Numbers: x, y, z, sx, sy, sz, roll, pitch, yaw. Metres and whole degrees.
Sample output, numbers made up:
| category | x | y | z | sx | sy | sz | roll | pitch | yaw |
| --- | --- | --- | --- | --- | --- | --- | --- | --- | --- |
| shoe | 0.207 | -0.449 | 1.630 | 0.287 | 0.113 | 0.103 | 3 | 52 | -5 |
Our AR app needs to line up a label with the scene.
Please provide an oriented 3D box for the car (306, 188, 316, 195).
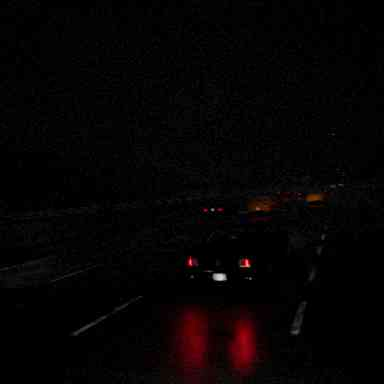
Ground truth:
| category | x | y | z | sx | sy | sz | roll | pitch | yaw |
| --- | --- | --- | --- | --- | --- | --- | --- | --- | --- |
| car | 27.215 | -0.122 | 75.983 | 1.882 | 1.535 | 5.008 | -4 | 0 | 24 |

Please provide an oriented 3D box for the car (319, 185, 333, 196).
| category | x | y | z | sx | sy | sz | roll | pitch | yaw |
| --- | --- | --- | --- | --- | --- | --- | --- | --- | --- |
| car | 23.953 | 0.011 | 60.016 | 1.837 | 1.490 | 4.892 | -4 | -1 | 24 |

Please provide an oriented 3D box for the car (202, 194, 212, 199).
| category | x | y | z | sx | sy | sz | roll | pitch | yaw |
| --- | --- | --- | --- | --- | --- | --- | --- | --- | --- |
| car | 3.982 | 1.299 | 83.939 | 1.812 | 1.442 | 4.674 | -4 | -1 | 24 |

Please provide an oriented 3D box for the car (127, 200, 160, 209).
| category | x | y | z | sx | sy | sz | roll | pitch | yaw |
| --- | --- | --- | --- | --- | --- | --- | --- | --- | --- |
| car | -6.006 | 1.959 | 44.178 | 2.097 | 1.767 | 4.553 | -4 | 0 | 24 |

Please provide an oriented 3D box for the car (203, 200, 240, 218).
| category | x | y | z | sx | sy | sz | roll | pitch | yaw |
| --- | --- | --- | --- | --- | --- | --- | --- | --- | --- |
| car | 2.689 | 1.441 | 29.285 | 2.033 | 1.411 | 5.357 | -4 | 0 | 24 |

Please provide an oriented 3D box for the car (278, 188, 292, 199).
| category | x | y | z | sx | sy | sz | roll | pitch | yaw |
| --- | --- | --- | --- | --- | --- | --- | --- | --- | --- |
| car | 17.573 | 0.215 | 62.902 | 2.150 | 2.045 | 5.566 | -4 | -1 | 24 |

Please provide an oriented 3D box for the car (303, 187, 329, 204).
| category | x | y | z | sx | sy | sz | roll | pitch | yaw |
| --- | --- | --- | --- | --- | --- | --- | --- | --- | --- |
| car | 14.538 | 0.533 | 38.789 | 1.882 | 1.535 | 5.008 | -4 | 0 | 24 |

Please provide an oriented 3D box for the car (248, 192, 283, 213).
| category | x | y | z | sx | sy | sz | roll | pitch | yaw |
| --- | --- | --- | --- | --- | --- | --- | --- | --- | --- |
| car | 6.185 | 1.107 | 28.564 | 1.882 | 1.535 | 5.008 | -4 | 0 | 24 |

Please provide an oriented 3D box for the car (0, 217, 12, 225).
| category | x | y | z | sx | sy | sz | roll | pitch | yaw |
| --- | --- | --- | --- | --- | --- | --- | --- | --- | --- |
| car | -15.472 | 2.588 | 23.024 | 2.097 | 1.767 | 4.553 | -4 | 0 | 24 |

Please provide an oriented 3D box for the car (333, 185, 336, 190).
| category | x | y | z | sx | sy | sz | roll | pitch | yaw |
| --- | --- | --- | --- | --- | --- | --- | --- | --- | --- |
| car | 34.484 | -0.477 | 83.738 | 1.895 | 1.301 | 4.718 | -4 | 0 | 24 |

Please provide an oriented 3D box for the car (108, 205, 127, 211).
| category | x | y | z | sx | sy | sz | roll | pitch | yaw |
| --- | --- | --- | --- | --- | --- | --- | --- | --- | --- |
| car | -8.942 | 2.470 | 46.107 | 1.895 | 1.301 | 4.718 | -4 | 0 | 24 |

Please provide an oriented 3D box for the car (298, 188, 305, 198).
| category | x | y | z | sx | sy | sz | roll | pitch | yaw |
| --- | --- | --- | --- | --- | --- | --- | --- | --- | --- |
| car | 20.778 | 0.350 | 61.452 | 1.895 | 1.301 | 4.718 | -4 | -1 | 24 |

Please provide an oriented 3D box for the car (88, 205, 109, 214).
| category | x | y | z | sx | sy | sz | roll | pitch | yaw |
| --- | --- | --- | --- | --- | --- | --- | --- | --- | --- |
| car | -12.487 | 2.598 | 46.766 | 2.128 | 1.511 | 4.902 | -4 | 0 | 24 |

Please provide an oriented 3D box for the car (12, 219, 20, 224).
| category | x | y | z | sx | sy | sz | roll | pitch | yaw |
| --- | --- | --- | --- | --- | --- | --- | --- | --- | --- |
| car | -17.067 | 2.850 | 27.997 | 1.882 | 1.535 | 5.008 | -4 | 0 | 24 |

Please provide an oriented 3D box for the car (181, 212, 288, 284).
| category | x | y | z | sx | sy | sz | roll | pitch | yaw |
| --- | --- | --- | --- | --- | --- | --- | --- | --- | --- |
| car | 1.494 | 1.518 | 9.343 | 1.895 | 1.301 | 4.718 | -4 | 0 | 24 |
